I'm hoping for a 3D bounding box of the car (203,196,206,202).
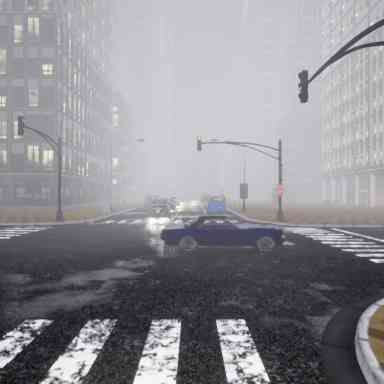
[{"bbox_3d":[2.693,1.544,41.462,1.887,1.381,4.507,0,0,0],"label":"car"}]

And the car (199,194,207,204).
[{"bbox_3d":[2.796,1.313,63.616,2.192,1.841,5.009,0,0,0],"label":"car"}]

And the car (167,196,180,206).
[{"bbox_3d":[-3.029,1.477,55.148,1.882,1.535,5.008,0,0,0],"label":"car"}]

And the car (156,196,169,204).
[{"bbox_3d":[-5.585,1.564,63.663,1.947,1.339,4.313,0,0,0],"label":"car"}]

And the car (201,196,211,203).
[{"bbox_3d":[2.826,1.542,69.155,1.887,1.381,4.507,0,0,0],"label":"car"}]

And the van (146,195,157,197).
[{"bbox_3d":[-5.679,1.340,47.045,1.690,1.788,3.998,0,0,0],"label":"van"}]

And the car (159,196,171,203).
[{"bbox_3d":[-5.554,1.548,69.201,2.008,1.369,4.403,0,0,0],"label":"car"}]

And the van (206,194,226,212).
[{"bbox_3d":[2.752,1.341,35.923,1.690,1.788,3.998,0,0,0],"label":"van"}]

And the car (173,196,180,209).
[{"bbox_3d":[-3.110,1.547,43.836,2.033,1.411,5.357,0,0,0],"label":"car"}]

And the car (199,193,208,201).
[{"bbox_3d":[2.922,1.309,85.773,2.192,1.841,5.009,0,0,0],"label":"car"}]

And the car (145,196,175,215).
[{"bbox_3d":[-3.176,1.491,33.311,2.128,1.511,4.902,0,0,-1],"label":"car"}]

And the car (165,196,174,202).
[{"bbox_3d":[-5.491,1.578,80.281,1.802,1.307,4.206,0,0,0],"label":"car"}]

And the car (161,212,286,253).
[{"bbox_3d":[1.188,1.606,13.129,4.718,1.301,1.895,0,0,-1],"label":"car"}]

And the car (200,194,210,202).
[{"bbox_3d":[2.859,1.311,74.695,2.192,1.841,5.009,0,0,0],"label":"car"}]
